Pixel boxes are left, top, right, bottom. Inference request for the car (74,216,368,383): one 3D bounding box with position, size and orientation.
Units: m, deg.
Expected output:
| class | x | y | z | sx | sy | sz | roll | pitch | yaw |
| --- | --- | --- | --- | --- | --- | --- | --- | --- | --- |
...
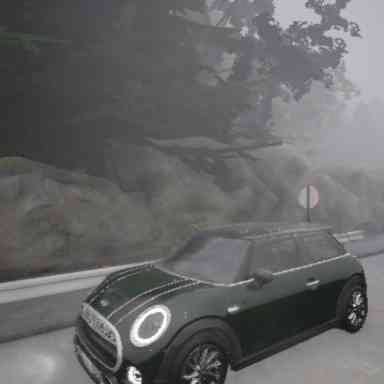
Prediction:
| class | x | y | z | sx | sy | sz | roll | pitch | yaw |
| --- | --- | --- | --- | --- | --- | --- | --- | --- | --- |
| car | 0.650 | 1.321 | 5.070 | 4.553 | 1.767 | 2.097 | -1 | 0 | -35 |
